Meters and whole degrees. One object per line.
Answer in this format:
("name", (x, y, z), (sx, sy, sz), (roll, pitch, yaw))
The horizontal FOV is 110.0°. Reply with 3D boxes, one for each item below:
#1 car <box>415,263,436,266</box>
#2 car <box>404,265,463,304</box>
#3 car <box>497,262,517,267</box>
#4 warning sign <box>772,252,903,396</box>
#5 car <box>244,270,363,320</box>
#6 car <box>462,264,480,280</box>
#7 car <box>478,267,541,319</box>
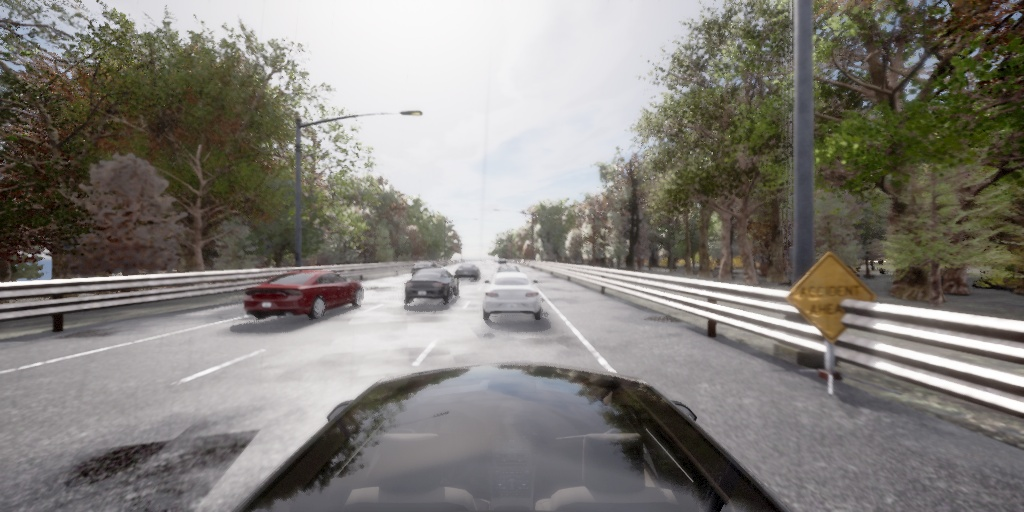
("car", (-7.424, 1.316, 31.227), (1.837, 1.490, 4.892), (0, 0, -1))
("car", (-3.563, 1.298, 16.401), (1.812, 1.442, 4.674), (0, 0, -1))
("car", (-0.317, 1.404, 29.518), (1.895, 1.301, 4.718), (0, 0, -1))
("warning sign", (4.533, 0.866, 5.104), (1.300, 1.860, 1.060), (0, 0, 0))
("car", (-7.035, 1.245, 12.757), (1.882, 1.535, 5.008), (0, 0, 0))
("car", (-3.872, 1.374, 31.658), (1.994, 1.385, 4.181), (0, 0, -1))
("car", (-0.020, 1.289, 12.730), (1.812, 1.442, 4.674), (0, 0, -1))
